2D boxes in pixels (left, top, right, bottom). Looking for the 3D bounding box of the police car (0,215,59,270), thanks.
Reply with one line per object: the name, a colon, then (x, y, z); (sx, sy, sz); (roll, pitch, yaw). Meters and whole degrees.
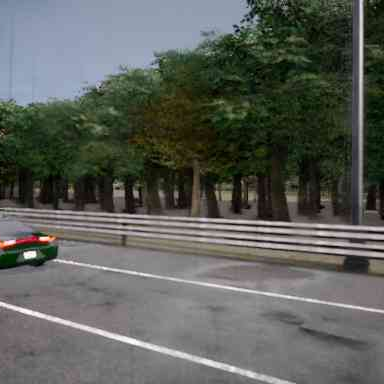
police car: (-6.500, 1.509, 10.296); (4.974, 1.542, 2.038); (1, 0, 30)
